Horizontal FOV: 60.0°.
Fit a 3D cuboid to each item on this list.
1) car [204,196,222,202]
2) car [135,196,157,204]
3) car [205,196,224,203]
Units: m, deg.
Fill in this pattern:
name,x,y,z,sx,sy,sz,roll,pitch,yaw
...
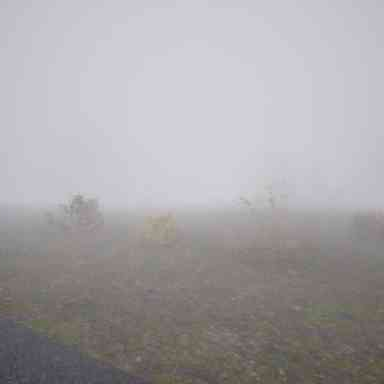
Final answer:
name,x,y,z,sx,sy,sz,roll,pitch,yaw
car,5.496,1.714,86.558,2.033,1.411,5.357,0,0,34
car,-8.942,1.633,65.004,1.837,1.490,4.892,0,1,34
car,5.541,1.715,75.554,2.033,1.411,5.357,0,0,27
